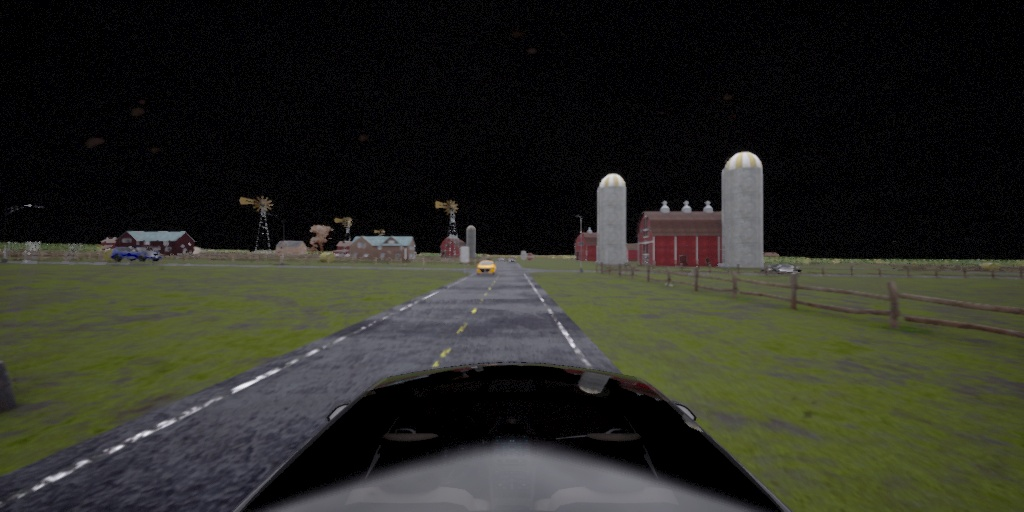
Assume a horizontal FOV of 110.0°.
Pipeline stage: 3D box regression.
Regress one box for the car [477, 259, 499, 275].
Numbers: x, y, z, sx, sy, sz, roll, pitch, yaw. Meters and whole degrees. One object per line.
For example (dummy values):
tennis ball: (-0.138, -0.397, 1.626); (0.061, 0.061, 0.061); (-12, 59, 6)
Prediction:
car: (-2.743, 1.240, 39.126); (1.882, 1.535, 5.008); (0, 0, 0)
